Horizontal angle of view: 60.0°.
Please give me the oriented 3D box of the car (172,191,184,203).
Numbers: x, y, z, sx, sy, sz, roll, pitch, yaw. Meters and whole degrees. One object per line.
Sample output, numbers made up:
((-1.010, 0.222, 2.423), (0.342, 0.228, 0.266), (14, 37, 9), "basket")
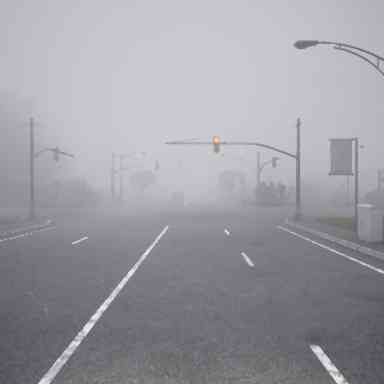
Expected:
((-2.756, 0.908, 65.505), (2.150, 2.045, 5.566), (0, 1, 1), "car")
